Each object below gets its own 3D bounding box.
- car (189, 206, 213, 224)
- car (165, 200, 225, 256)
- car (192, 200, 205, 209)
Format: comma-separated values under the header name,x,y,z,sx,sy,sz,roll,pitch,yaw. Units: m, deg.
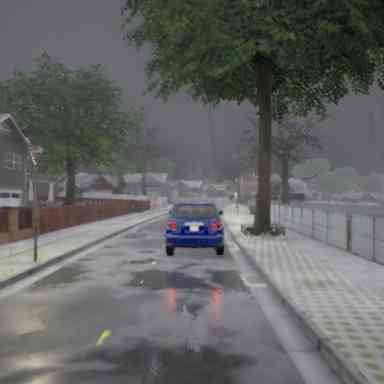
name,x,y,z,sx,sy,sz,roll,pitch,yaw
car,0.862,1.902,28.979,1.895,1.301,4.718,0,-1,4
car,0.156,1.357,13.945,2.150,2.045,5.566,0,0,2
car,1.179,2.183,59.422,1.837,1.490,4.892,0,-1,8
